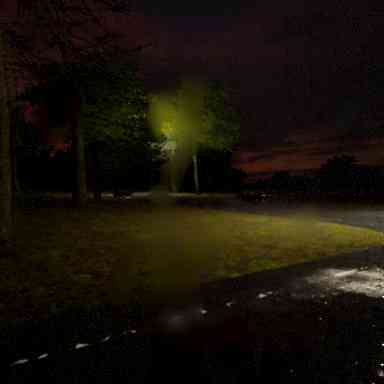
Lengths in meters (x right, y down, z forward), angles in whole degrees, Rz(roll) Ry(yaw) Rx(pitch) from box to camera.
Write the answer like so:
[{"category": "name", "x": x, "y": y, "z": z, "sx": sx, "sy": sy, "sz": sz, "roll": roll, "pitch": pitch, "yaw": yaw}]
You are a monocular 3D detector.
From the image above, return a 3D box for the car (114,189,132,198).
[{"category": "car", "x": -11.899, "y": 0.185, "z": 57.353, "sx": 1.994, "sy": 1.385, "sz": 4.181, "roll": -2, "pitch": 2, "yaw": -34}]

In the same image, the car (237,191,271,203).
[{"category": "car", "x": 7.693, "y": 0.583, "z": 41.737, "sx": 2.128, "sy": 1.511, "sz": 4.902, "roll": -2, "pitch": 2, "yaw": -35}]
